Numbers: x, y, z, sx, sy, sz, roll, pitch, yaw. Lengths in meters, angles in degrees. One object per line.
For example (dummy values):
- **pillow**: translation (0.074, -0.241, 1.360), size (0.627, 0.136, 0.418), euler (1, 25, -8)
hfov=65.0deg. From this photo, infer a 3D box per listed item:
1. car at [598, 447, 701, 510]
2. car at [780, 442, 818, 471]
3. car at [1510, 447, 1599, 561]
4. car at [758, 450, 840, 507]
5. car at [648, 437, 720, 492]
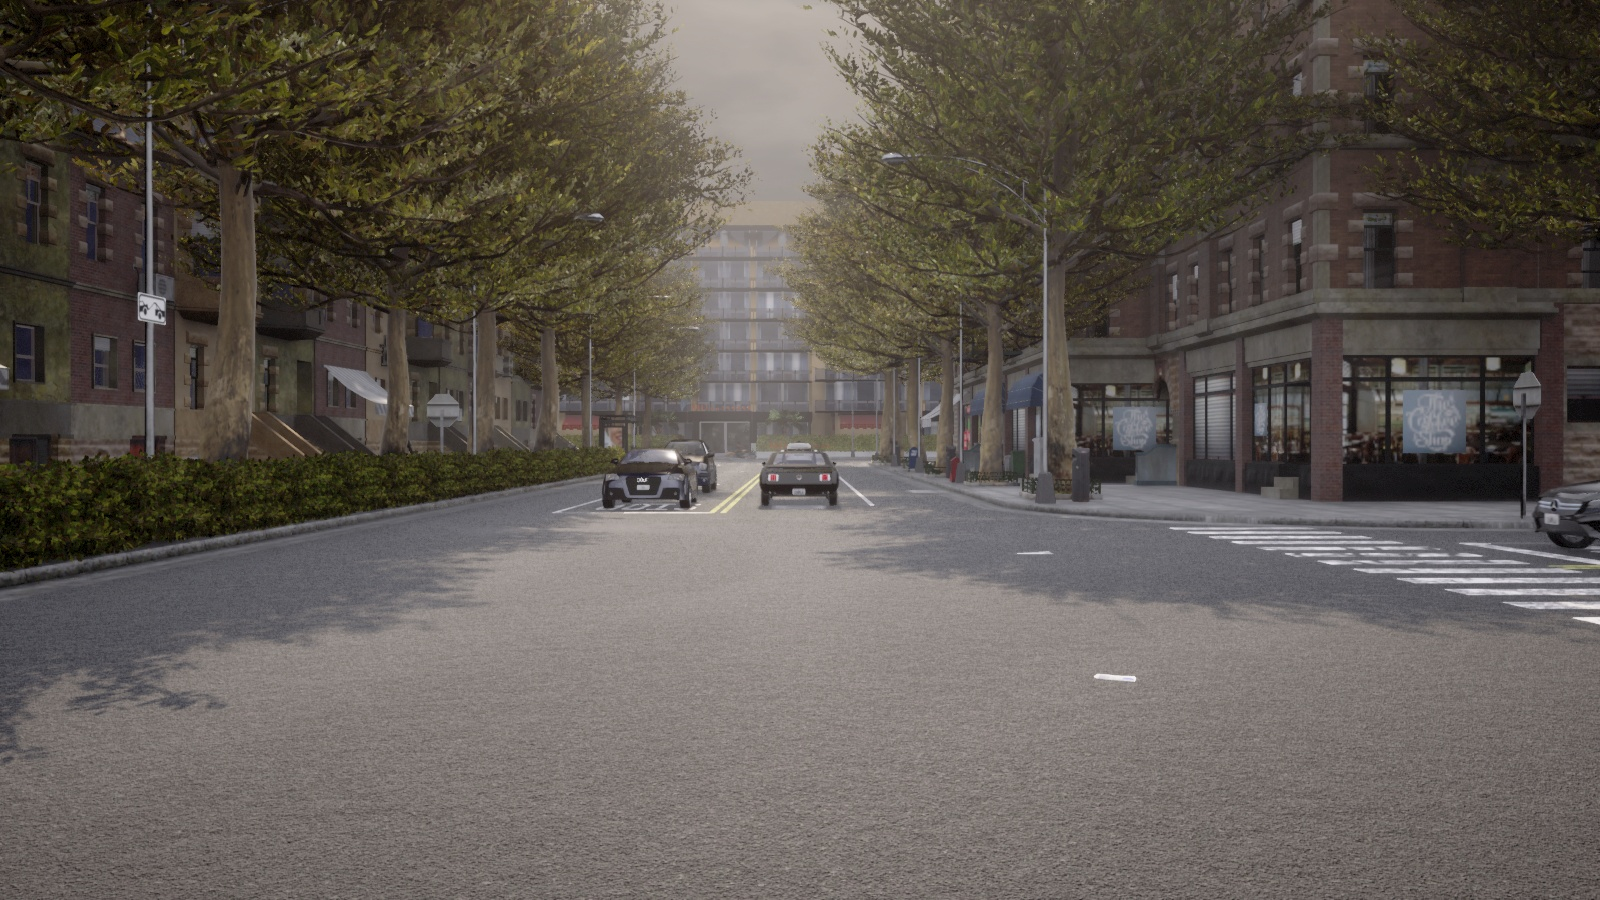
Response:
- **car**: translation (-3.518, 0.638, 30.072), size (1.994, 1.385, 4.181), euler (0, 0, 0)
- **car**: translation (-0.049, 0.314, 67.182), size (2.007, 1.525, 4.514), euler (0, 0, 0)
- **car**: translation (12.362, 0.687, 16.822), size (4.674, 1.442, 1.812), euler (0, 0, -1)
- **car**: translation (-0.023, 0.668, 31.604), size (1.895, 1.301, 4.718), euler (0, 0, 0)
- **car**: translation (-3.528, 0.422, 38.868), size (1.851, 1.617, 3.988), euler (0, 0, 0)
